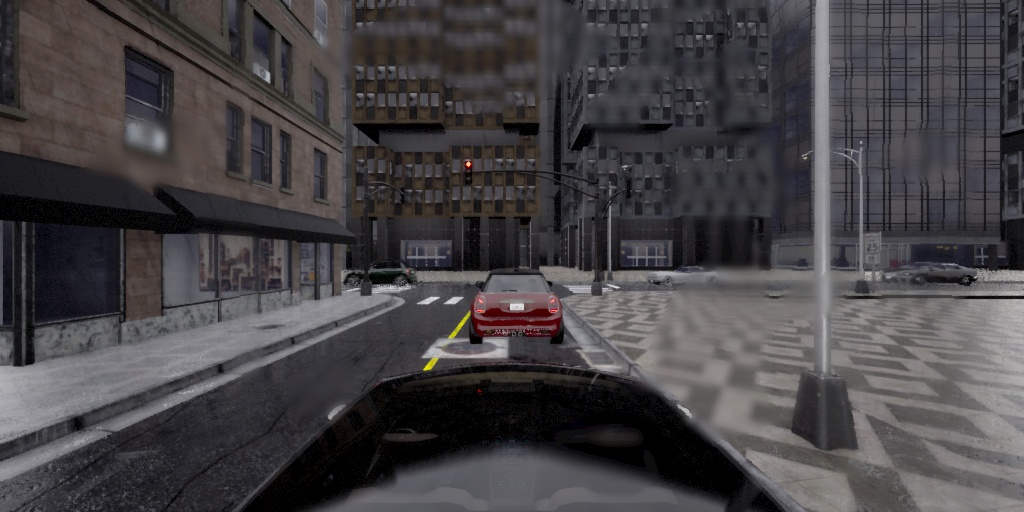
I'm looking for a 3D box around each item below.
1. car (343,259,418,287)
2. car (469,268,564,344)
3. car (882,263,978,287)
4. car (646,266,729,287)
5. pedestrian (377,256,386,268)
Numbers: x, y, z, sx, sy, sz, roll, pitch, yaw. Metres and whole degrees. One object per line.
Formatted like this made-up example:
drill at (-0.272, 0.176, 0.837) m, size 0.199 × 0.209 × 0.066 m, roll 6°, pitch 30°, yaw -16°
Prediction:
car at (-8.713, 1.111, 23.878) m, size 4.553 × 1.767 × 2.097 m, roll 0°, pitch 0°, yaw 1°
car at (0.068, 1.102, 9.743) m, size 2.097 × 1.767 × 4.553 m, roll 0°, pitch 0°, yaw -1°
car at (27.222, 1.203, 23.479) m, size 4.902 × 1.511 × 2.128 m, roll 0°, pitch 0°, yaw 1°
car at (11.453, 1.332, 23.656) m, size 4.718 × 1.301 × 1.895 m, roll 0°, pitch 0°, yaw 1°
pedestrian at (-9.839, 0.902, 26.925) m, size 0.375 × 1.860 × 0.375 m, roll 0°, pitch 0°, yaw 1°
